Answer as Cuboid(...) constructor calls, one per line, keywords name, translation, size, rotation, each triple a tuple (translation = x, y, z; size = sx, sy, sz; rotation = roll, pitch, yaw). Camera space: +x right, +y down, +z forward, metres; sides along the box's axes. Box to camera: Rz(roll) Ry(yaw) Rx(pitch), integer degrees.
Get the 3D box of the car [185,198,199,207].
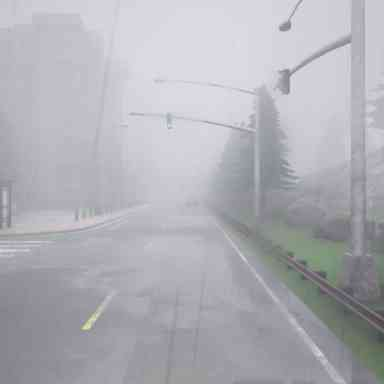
Cuboid(name="car", translation=(0.019, 1.569, 50.589), size=(1.994, 1.385, 4.181), rotation=(0, 0, 0))
